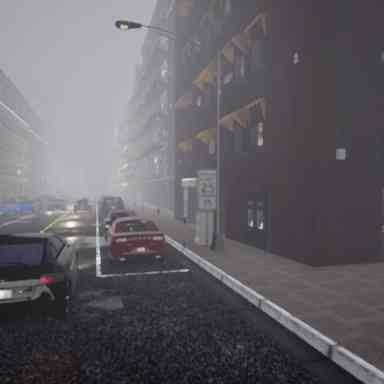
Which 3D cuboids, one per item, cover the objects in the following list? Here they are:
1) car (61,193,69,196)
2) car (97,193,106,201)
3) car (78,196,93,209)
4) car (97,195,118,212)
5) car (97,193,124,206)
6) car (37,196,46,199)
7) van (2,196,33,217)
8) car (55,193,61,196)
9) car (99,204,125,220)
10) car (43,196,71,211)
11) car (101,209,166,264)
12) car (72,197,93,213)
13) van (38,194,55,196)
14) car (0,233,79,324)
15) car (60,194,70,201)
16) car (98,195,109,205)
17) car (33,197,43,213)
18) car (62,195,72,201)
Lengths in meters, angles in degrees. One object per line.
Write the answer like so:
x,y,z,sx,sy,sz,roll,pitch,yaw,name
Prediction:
-27.308,1.483,69.036,2.008,1.369,4.403,-1,0,-16,car
-23.952,1.244,87.651,2.192,1.841,5.009,-1,0,-16,car
-14.979,1.431,46.838,1.882,1.535,5.008,0,0,-16,car
-9.844,1.277,38.668,2.192,1.841,5.009,-1,0,-16,car
-6.708,1.287,27.782,2.192,1.841,5.009,-1,0,-16,car
-19.440,1.533,41.830,1.802,1.307,4.206,-1,0,-16,car
-16.305,1.302,30.945,1.690,1.788,3.998,-1,0,-16,van
-22.617,1.258,52.703,2.192,1.841,5.009,-1,0,-16,car
-3.570,1.549,16.899,1.947,1.339,4.313,-1,0,-16,car
-16.157,1.503,40.078,2.033,1.411,5.357,0,0,-16,car
-2.098,1.534,11.785,1.887,1.381,4.507,-1,0,-16,car
-12.074,1.487,36.932,1.812,1.442,4.674,0,0,-16,car
-21.022,1.288,47.269,1.690,1.788,3.998,-1,0,-16,van
-3.532,1.555,7.083,1.994,1.385,4.181,0,0,-16,car
-30.444,1.366,79.920,1.967,1.590,4.097,-1,0,-16,car
-16.112,1.386,60.439,1.967,1.590,4.097,-1,0,-16,car
-17.870,1.538,36.388,1.802,1.307,4.206,-1,0,-16,car
-32.010,1.489,85.363,1.947,1.339,4.313,-1,0,-16,car
